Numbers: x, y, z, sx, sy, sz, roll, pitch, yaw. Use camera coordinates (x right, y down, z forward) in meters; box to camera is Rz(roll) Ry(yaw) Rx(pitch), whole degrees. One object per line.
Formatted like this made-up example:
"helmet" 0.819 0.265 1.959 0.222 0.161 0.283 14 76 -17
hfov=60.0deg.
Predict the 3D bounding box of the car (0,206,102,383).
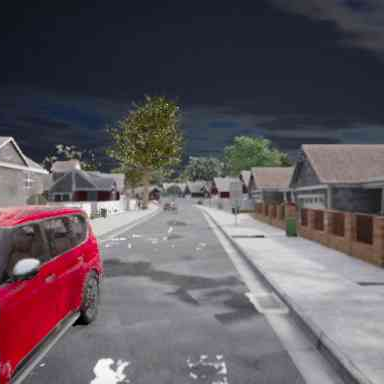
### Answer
"car" -2.761 1.245 4.157 2.150 2.045 5.566 0 -1 0

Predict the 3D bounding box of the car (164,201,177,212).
"car" -3.008 1.983 46.707 1.812 1.442 4.674 0 0 -3
